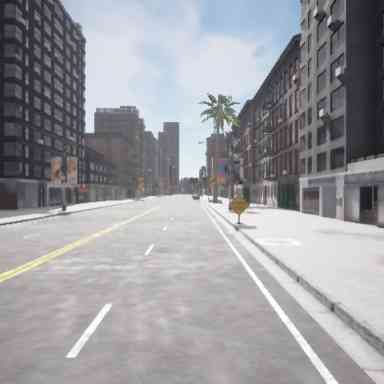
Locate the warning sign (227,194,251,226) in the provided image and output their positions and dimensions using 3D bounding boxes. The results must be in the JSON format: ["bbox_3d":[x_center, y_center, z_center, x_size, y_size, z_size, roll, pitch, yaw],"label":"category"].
[{"bbox_3d":[2.848,1.084,20.124,1.300,1.860,1.060,0,0,0],"label":"warning sign"}]

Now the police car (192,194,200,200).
[{"bbox_3d":[1.137,1.439,90.231,1.930,1.638,5.238,0,0,0],"label":"police car"}]
